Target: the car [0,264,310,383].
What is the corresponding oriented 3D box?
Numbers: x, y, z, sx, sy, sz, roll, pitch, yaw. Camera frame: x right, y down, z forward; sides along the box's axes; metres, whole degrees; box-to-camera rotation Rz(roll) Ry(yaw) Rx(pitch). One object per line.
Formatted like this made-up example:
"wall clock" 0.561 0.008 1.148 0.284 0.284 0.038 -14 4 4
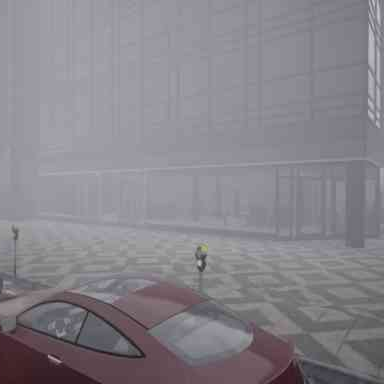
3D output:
"car" -0.922 1.582 3.625 4.206 1.307 1.802 0 0 36
